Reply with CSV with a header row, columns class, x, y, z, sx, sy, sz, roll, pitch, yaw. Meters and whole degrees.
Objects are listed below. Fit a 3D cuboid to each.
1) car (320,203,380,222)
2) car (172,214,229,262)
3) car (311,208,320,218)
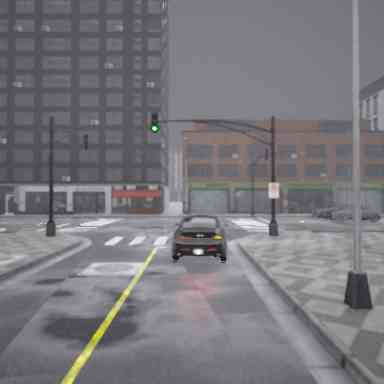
class,x,y,z,sx,sy,sz,roll,pitch,yaw
car,13.481,1.785,28.065,4.181,1.385,1.994,0,-1,0
car,0.343,1.613,12.667,1.837,1.490,4.892,0,-1,3
car,13.774,1.778,31.315,4.892,1.490,1.837,0,-1,0
